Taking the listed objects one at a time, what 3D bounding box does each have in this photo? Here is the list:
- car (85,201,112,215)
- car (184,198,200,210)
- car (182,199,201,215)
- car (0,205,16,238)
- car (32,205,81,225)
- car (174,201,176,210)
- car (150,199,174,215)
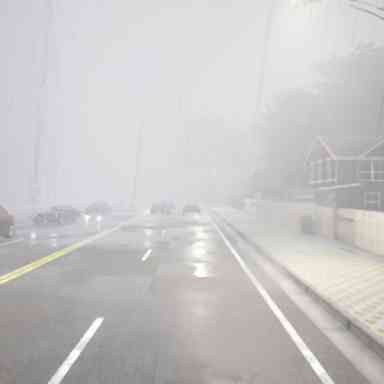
[{"bbox_3d":[-9.836,1.660,35.187,1.994,1.385,4.181,0,0,0],"label":"car"},{"bbox_3d":[-0.048,1.664,46.569,2.128,1.511,4.902,0,0,0],"label":"car"},{"bbox_3d":[-0.043,1.649,35.506,1.812,1.442,4.674,0,0,0],"label":"car"},{"bbox_3d":[-9.857,1.374,14.729,2.097,1.767,4.553,0,0,0],"label":"car"},{"bbox_3d":[-9.872,1.657,24.586,1.895,1.301,4.718,0,0,0],"label":"car"},{"bbox_3d":[-3.296,1.727,46.692,1.994,1.385,4.181,0,0,0],"label":"car"},{"bbox_3d":[-3.294,1.716,35.533,1.895,1.301,4.718,0,0,0],"label":"car"}]
